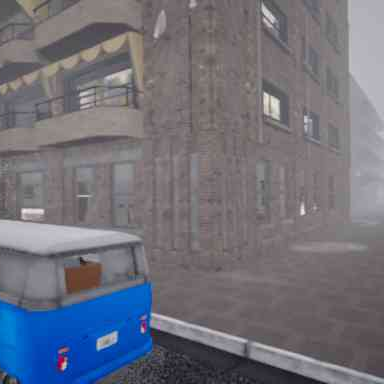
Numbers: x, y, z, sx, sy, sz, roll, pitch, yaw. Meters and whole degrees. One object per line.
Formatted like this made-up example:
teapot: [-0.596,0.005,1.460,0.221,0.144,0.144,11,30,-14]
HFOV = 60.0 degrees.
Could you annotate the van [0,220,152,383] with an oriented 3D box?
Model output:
van: [-2.401,1.337,4.610,3.998,1.788,1.690,0,-1,36]
